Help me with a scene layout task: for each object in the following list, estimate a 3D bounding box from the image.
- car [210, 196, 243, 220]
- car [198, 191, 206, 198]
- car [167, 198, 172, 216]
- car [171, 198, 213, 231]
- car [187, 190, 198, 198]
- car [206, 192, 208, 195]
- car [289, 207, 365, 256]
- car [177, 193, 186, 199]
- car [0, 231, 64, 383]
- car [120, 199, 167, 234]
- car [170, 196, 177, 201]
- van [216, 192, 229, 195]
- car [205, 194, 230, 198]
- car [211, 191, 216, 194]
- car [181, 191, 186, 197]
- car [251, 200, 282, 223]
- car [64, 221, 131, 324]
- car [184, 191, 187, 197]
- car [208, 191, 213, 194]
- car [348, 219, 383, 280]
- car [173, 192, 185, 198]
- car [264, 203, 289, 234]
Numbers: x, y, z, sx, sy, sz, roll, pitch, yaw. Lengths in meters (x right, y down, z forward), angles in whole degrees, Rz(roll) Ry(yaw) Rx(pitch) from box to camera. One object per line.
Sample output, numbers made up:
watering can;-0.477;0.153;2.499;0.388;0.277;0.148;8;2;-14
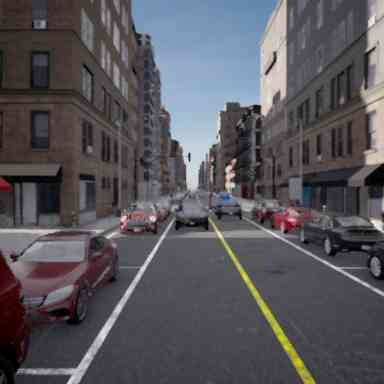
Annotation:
car;2.804;1.302;26.148;2.128;1.511;4.902;0;0;0
car;2.762;0.938;85.034;1.895;1.301;4.718;0;0;0
car;-2.637;1.346;23.347;1.752;1.417;4.829;0;0;0
car;0.001;1.330;19.771;1.882;1.535;5.008;0;0;0
car;0.011;0.880;82.087;1.837;1.490;4.892;0;0;0
car;5.400;0.685;84.528;2.192;1.841;5.009;0;0;0
car;5.386;1.467;12.487;2.008;1.369;4.403;0;0;0
car;-2.626;0.921;84.525;1.947;1.339;4.313;0;0;0
car;-2.641;1.298;1.442;2.192;1.841;5.009;0;0;0
car;-2.638;1.301;17.999;1.967;1.590;4.097;0;0;0
car;-2.636;1.329;29.036;2.008;1.369;4.403;0;0;0
van;5.394;0.932;56.122;1.690;1.788;3.998;0;0;0
car;2.772;1.275;37.785;2.033;1.411;5.357;0;0;0
car;5.396;1.087;67.486;1.802;1.307;4.206;0;0;0
car;-2.630;1.078;61.798;1.887;1.381;4.507;0;0;0
car;5.388;1.275;23.524;1.967;1.590;4.097;0;0;0
car;-2.640;1.524;6.963;1.802;1.307;4.206;0;0;0
car;-2.627;0.929;78.673;1.752;1.417;4.829;0;0;0
car;5.398;0.999;78.849;1.802;1.307;4.206;0;0;0
car;5.385;1.508;6.969;2.008;1.369;4.403;0;0;0
car;-2.631;1.126;56.116;2.008;1.369;4.403;0;0;0
car;5.387;1.457;18.006;1.802;1.307;4.206;0;0;0
